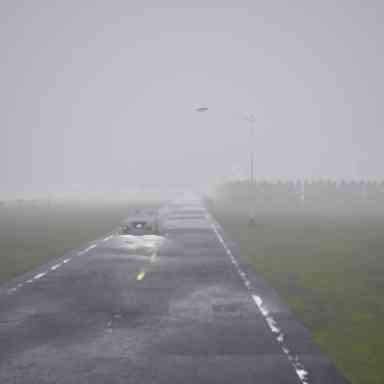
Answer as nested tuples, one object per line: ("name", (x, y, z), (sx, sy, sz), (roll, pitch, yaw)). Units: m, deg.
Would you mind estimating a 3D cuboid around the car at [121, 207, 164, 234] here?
("car", (-2.781, 1.596, 19.479), (1.994, 1.385, 4.181), (0, 0, 0))
